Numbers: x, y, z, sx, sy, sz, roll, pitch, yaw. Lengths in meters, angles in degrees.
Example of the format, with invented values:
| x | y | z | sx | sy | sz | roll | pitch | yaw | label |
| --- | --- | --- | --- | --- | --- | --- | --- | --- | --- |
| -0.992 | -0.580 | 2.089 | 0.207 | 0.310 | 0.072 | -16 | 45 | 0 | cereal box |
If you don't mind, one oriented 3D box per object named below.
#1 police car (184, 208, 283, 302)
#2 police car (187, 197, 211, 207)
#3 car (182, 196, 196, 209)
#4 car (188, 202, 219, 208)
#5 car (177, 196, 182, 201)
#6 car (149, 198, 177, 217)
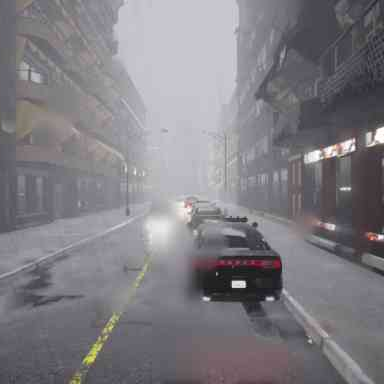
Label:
| x | y | z | sx | sy | sz | roll | pitch | yaw | label |
| --- | --- | --- | --- | --- | --- | --- | --- | --- | --- |
| 0.825 | 1.427 | 8.452 | 1.930 | 1.638 | 5.238 | 0 | 0 | 0 | police car |
| 0.825 | 1.434 | 24.453 | 1.930 | 1.638 | 5.238 | 0 | 0 | 0 | police car |
| 0.033 | 1.383 | 47.137 | 2.097 | 1.767 | 4.553 | 0 | 0 | 0 | car |
| 0.825 | 1.511 | 18.343 | 1.837 | 1.490 | 4.892 | 0 | 0 | 0 | car |
| -2.749 | 1.642 | 80.122 | 1.994 | 1.385 | 4.181 | 0 | 0 | 0 | car |
| -2.851 | 1.505 | 31.069 | 2.128 | 1.511 | 4.902 | 0 | 0 | 0 | car |
